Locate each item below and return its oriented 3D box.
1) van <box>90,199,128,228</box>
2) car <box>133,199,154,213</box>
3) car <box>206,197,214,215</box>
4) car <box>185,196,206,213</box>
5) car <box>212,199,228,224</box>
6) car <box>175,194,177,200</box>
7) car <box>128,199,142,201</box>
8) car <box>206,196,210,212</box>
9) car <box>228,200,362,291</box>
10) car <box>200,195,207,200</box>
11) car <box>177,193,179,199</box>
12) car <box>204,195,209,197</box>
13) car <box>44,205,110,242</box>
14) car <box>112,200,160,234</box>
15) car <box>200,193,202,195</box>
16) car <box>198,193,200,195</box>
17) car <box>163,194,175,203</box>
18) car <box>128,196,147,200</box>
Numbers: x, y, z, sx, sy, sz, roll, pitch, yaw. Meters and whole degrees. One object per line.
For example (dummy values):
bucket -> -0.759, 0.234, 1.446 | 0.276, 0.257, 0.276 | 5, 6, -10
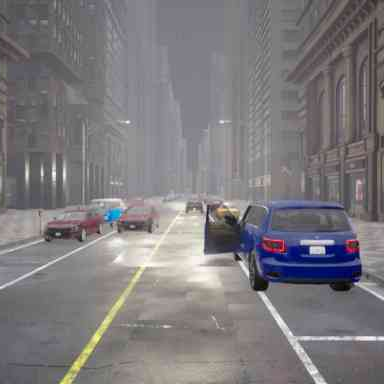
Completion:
van -> -5.643, 1.345, 21.992 | 1.690, 1.788, 3.998 | 0, 0, 0
car -> -5.549, 1.534, 38.677 | 1.752, 1.417, 4.829 | 0, 0, 0
car -> 2.977, 1.591, 38.812 | 1.802, 1.307, 4.206 | 0, 0, 0
car -> 0.276, 1.513, 36.747 | 1.837, 1.490, 4.892 | 0, 0, 0
car -> 2.915, 1.531, 27.744 | 1.752, 1.417, 4.829 | 0, 0, 0
car -> -5.327, 1.603, 78.175 | 1.947, 1.339, 4.313 | 0, 0, 0
car -> -5.611, 1.557, 27.610 | 2.008, 1.369, 4.403 | 0, 0, 0
car -> 3.009, 1.593, 44.430 | 1.802, 1.307, 4.206 | 0, 0, 0
car -> 2.442, 1.222, 9.117 | 2.150, 2.045, 5.566 | 0, 0, 0
car -> 3.293, 1.603, 94.999 | 2.008, 1.369, 4.403 | 0, 0, 0
car -> -5.264, 1.591, 89.411 | 1.887, 1.381, 4.507 | 0, 0, 0
car -> 3.041, 1.539, 50.219 | 1.752, 1.417, 4.829 | 0, 0, 0
car -> -5.674, 1.547, 16.373 | 1.887, 1.381, 4.507 | 0, 0, 0
car -> -2.995, 1.481, 19.348 | 1.882, 1.535, 5.008 | 0, 0, 0
car -> 3.166, 1.472, 72.524 | 1.967, 1.590, 4.097 | 0, 0, 0
car -> 3.230, 1.357, 83.761 | 2.192, 1.841, 5.009 | 0, 0, 0
car -> -5.359, 1.614, 72.556 | 1.802, 1.307, 4.206 | 0, 0, 0
car -> -5.579, 1.322, 33.229 | 2.192, 1.841, 5.009 | 0, 0, 0
